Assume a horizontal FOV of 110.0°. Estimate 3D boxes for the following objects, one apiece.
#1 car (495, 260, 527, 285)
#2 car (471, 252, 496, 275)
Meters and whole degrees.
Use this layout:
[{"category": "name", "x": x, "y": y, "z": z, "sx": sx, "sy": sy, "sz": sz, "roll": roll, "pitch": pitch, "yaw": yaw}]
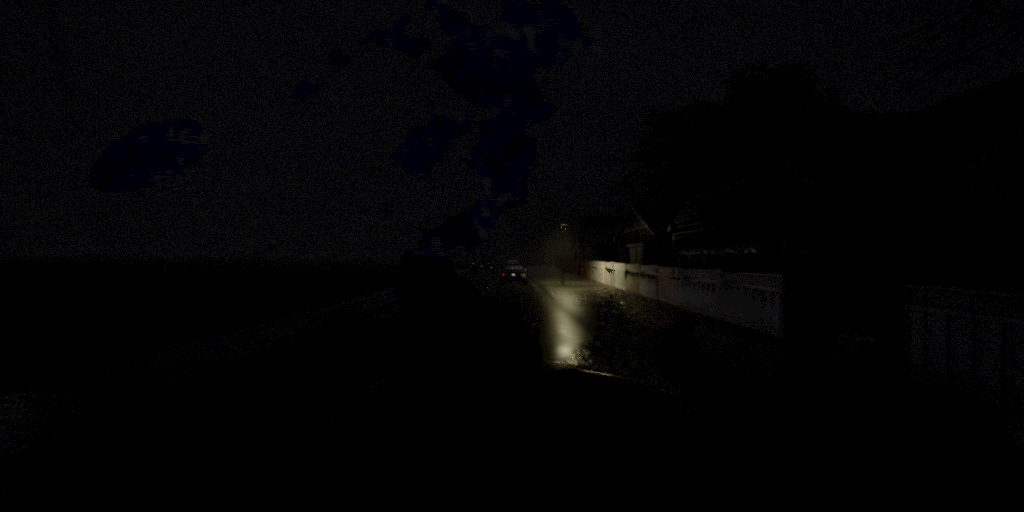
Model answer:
[{"category": "car", "x": 0.084, "y": 1.228, "z": 25.380, "sx": 2.033, "sy": 1.411, "sz": 5.357, "roll": 0, "pitch": 0, "yaw": 0}, {"category": "car", "x": -2.768, "y": 0.584, "z": 35.445, "sx": 2.150, "sy": 2.045, "sz": 5.566, "roll": 0, "pitch": 0, "yaw": 0}]
